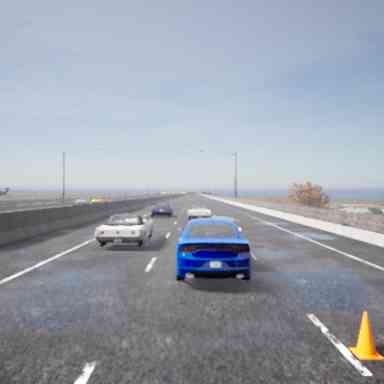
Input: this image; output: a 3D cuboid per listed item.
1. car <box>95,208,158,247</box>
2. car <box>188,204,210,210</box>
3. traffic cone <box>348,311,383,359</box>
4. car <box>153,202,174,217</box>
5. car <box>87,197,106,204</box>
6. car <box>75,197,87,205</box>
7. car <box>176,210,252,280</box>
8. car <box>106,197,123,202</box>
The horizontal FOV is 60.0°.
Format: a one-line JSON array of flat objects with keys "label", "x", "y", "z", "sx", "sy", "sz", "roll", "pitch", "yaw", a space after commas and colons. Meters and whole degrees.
[{"label": "car", "x": -2.934, "y": 1.660, "z": 15.489, "sx": 1.895, "sy": 1.301, "sz": 4.718, "roll": 0, "pitch": 0, "yaw": 0}, {"label": "car", "x": 0.608, "y": 1.715, "z": 28.473, "sx": 1.895, "sy": 1.301, "sz": 4.718, "roll": 0, "pitch": 0, "yaw": 0}, {"label": "traffic cone", "x": 2.442, "y": 1.979, "z": 4.680, "sx": 0.340, "sy": 0.580, "sz": 0.340, "roll": 0, "pitch": 0, "yaw": 0}, {"label": "car", "x": -2.878, "y": 1.691, "z": 33.203, "sx": 1.994, "sy": 1.385, "sz": 4.181, "roll": 0, "pitch": 0, "yaw": 0}, {"label": "car", "x": -16.912, "y": 1.683, "z": 60.710, "sx": 1.882, "sy": 1.535, "sz": 5.008, "roll": 0, "pitch": 0, "yaw": 1}, {"label": "car", "x": -20.389, "y": 1.734, "z": 62.501, "sx": 1.812, "sy": 1.442, "sz": 4.674, "roll": 0, "pitch": 0, "yaw": 1}, {"label": "car", "x": 0.548, "y": 1.520, "z": 10.083, "sx": 1.882, "sy": 1.535, "sz": 5.008, "roll": 0, "pitch": 0, "yaw": 0}, {"label": "car", "x": -13.423, "y": 1.709, "z": 59.775, "sx": 1.837, "sy": 1.490, "sz": 4.892, "roll": 0, "pitch": 0, "yaw": 1}]
